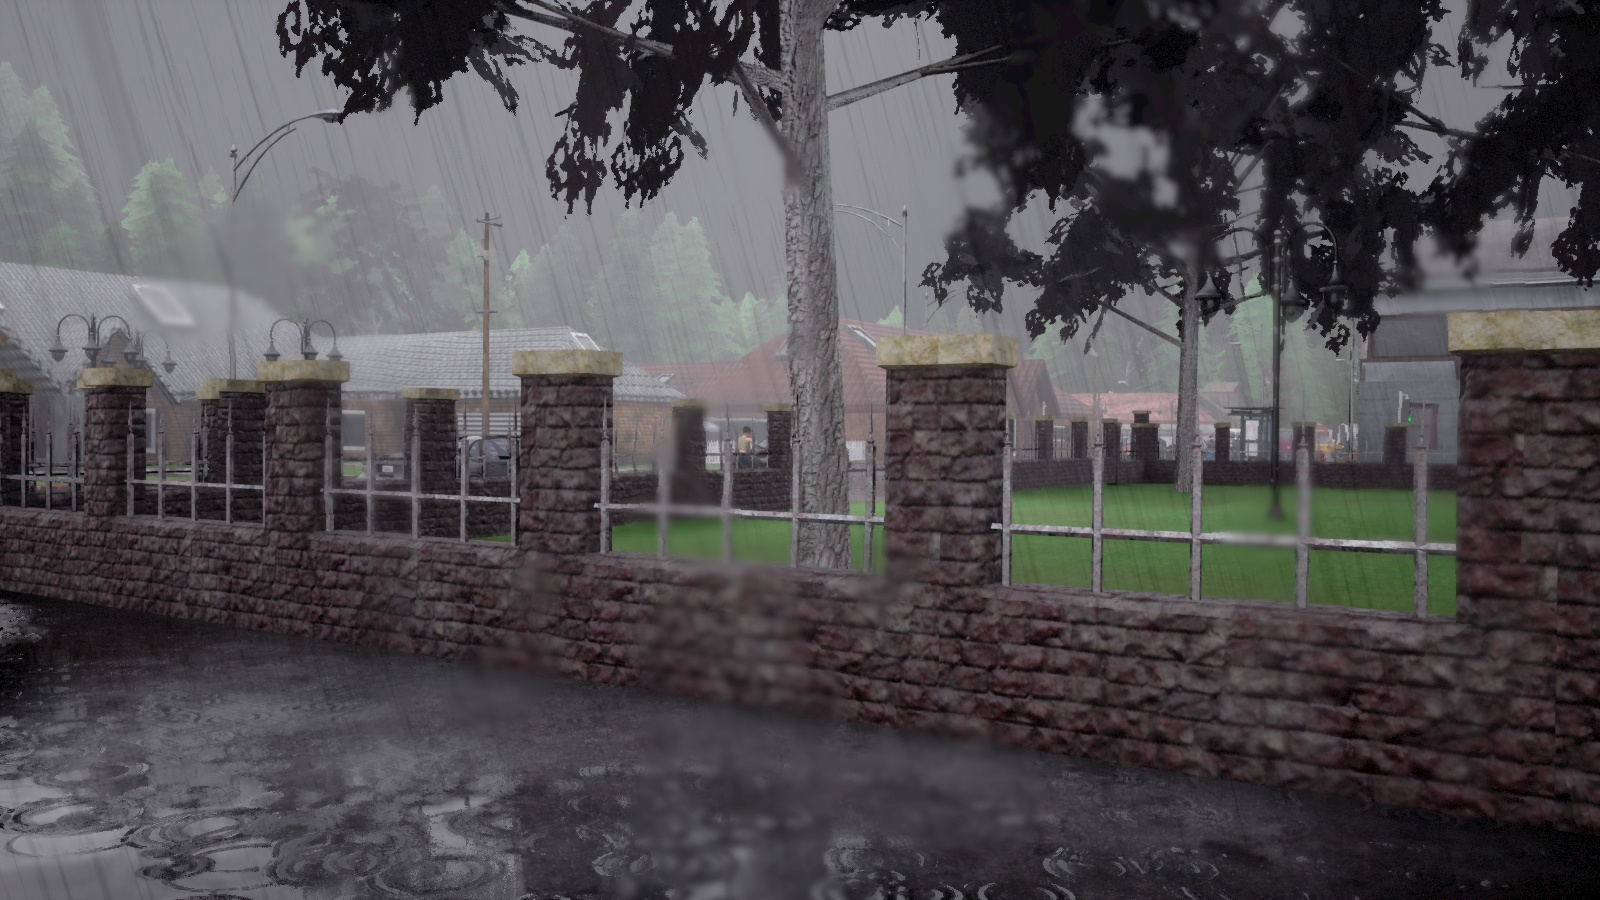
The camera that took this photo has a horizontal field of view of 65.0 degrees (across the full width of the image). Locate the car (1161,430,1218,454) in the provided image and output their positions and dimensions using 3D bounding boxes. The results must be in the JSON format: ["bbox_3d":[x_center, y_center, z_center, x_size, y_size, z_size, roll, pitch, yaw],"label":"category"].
[{"bbox_3d":[24.409,-0.515,78.576,2.033,1.411,5.357,0,1,33],"label":"car"}]

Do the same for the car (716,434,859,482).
[{"bbox_3d":[-0.307,0.223,40.906,2.033,1.411,5.357,0,1,33],"label":"car"}]

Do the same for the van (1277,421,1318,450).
[{"bbox_3d":[34.197,-1.003,86.217,1.775,1.987,4.442,0,1,33],"label":"van"}]

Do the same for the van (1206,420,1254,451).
[{"bbox_3d":[29.658,-0.996,86.589,2.069,2.038,4.480,0,1,33],"label":"van"}]

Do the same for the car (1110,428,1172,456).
[{"bbox_3d":[19.229,-0.460,70.638,2.007,1.525,4.514,0,1,34],"label":"car"}]

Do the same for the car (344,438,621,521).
[{"bbox_3d":[-6.040,0.496,24.689,2.033,1.411,5.357,0,1,32],"label":"car"}]
